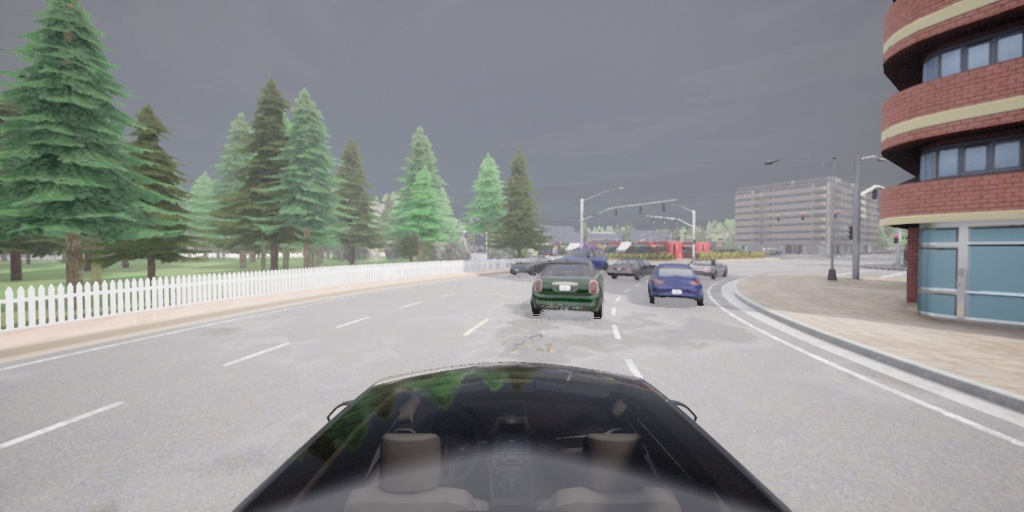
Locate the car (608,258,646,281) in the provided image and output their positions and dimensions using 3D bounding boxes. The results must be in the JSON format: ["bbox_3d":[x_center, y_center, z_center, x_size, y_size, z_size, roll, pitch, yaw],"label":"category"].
[{"bbox_3d":[8.270,0.833,24.440,2.033,1.411,5.357,1,2,38],"label":"car"}]

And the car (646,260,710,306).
[{"bbox_3d":[6.463,1.019,14.332,1.812,1.442,4.674,0,1,22],"label":"car"}]

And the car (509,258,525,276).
[{"bbox_3d":[1.692,0.740,27.618,1.812,1.442,4.674,1,1,35],"label":"car"}]

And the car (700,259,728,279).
[{"bbox_3d":[13.589,0.877,25.087,1.895,1.301,4.718,1,2,43],"label":"car"}]

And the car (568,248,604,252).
[{"bbox_3d":[5.197,0.451,26.559,2.150,2.045,5.566,1,1,37],"label":"car"}]

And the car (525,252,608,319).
[{"bbox_3d":[2.064,0.886,12.194,2.097,1.767,4.553,0,1,15],"label":"car"}]
